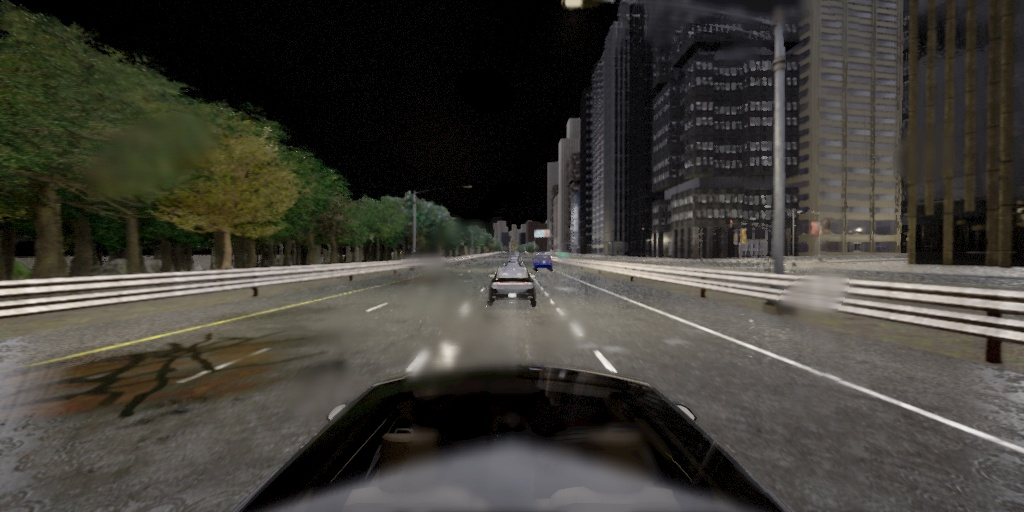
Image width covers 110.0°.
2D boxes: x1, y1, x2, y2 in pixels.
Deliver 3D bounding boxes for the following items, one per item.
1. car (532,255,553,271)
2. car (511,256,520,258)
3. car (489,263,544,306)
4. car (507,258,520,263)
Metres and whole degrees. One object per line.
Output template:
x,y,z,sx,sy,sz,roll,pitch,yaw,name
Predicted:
3.798,0.827,44.687,2.150,2.045,5.566,0,1,1,car
0.294,1.115,54.102,1.994,1.385,4.181,0,0,1,car
0.021,1.228,15.631,2.128,1.511,4.902,0,0,0,car
0.124,1.217,35.602,1.994,1.385,4.181,0,0,0,car
